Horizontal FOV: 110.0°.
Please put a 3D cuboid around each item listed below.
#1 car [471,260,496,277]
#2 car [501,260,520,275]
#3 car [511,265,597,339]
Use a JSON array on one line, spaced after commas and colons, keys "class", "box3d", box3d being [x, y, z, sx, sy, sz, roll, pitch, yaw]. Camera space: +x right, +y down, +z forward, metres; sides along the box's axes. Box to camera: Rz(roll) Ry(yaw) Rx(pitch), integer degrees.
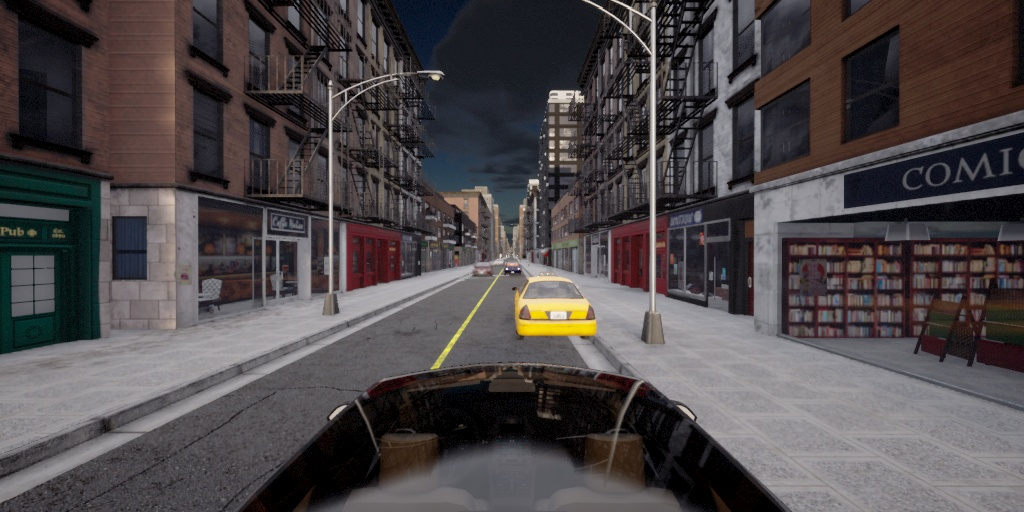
[{"class": "car", "box3d": [-2.838, 1.293, 35.729, 1.812, 1.442, 4.674, 0, 0, 0]}, {"class": "car", "box3d": [0.089, 1.373, 39.079, 1.895, 1.301, 4.718, 0, 0, 0]}, {"class": "car", "box3d": [0.965, 1.206, 9.991, 1.801, 1.575, 5.366, 0, 0, 0]}]
